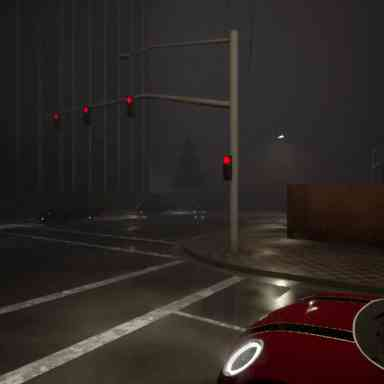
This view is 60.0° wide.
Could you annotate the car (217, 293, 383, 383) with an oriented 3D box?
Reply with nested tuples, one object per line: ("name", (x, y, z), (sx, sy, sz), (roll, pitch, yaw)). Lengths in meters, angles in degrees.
("car", (2.394, 1.352, 2.250), (4.553, 1.767, 2.097), (0, 0, 36))

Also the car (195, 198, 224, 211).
("car", (2.247, 1.491, 41.859), (2.128, 1.511, 4.902), (0, 0, 36))

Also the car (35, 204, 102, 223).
("car", (-9.376, 1.601, 25.493), (1.895, 1.301, 4.718), (0, 0, 35))

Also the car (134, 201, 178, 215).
("car", (-3.596, 1.601, 33.648), (1.895, 1.301, 4.718), (0, 0, 35))
